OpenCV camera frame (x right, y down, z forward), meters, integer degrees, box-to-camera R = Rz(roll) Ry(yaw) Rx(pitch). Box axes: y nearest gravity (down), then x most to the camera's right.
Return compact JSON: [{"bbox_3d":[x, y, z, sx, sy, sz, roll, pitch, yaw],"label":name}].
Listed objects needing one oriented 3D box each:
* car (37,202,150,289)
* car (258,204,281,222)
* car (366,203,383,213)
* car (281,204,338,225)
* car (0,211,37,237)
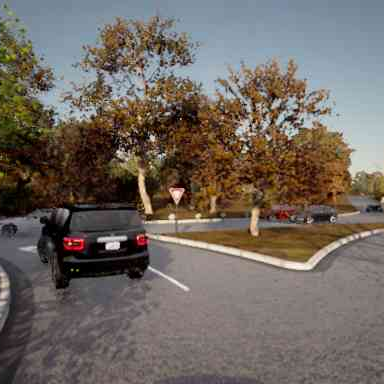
[{"bbox_3d":[-3.067,1.295,9.747,2.150,2.045,5.566,0,0,-29],"label":"car"},{"bbox_3d":[7.716,1.828,29.773,5.008,1.535,1.882,1,-1,-31],"label":"car"},{"bbox_3d":[26.252,2.276,47.767,1.994,1.385,4.181,0,-1,30],"label":"car"},{"bbox_3d":[9.929,1.847,27.346,4.892,1.490,1.837,1,-1,-32],"label":"car"},{"bbox_3d":[-8.398,1.667,18.850,4.674,1.442,1.812,0,0,-14],"label":"car"}]
